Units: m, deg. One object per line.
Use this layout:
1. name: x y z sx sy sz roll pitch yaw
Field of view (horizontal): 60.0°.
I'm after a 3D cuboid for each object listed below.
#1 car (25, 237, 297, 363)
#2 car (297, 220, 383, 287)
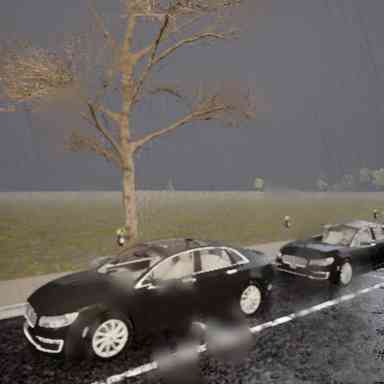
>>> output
1. car: -0.449 1.531 5.769 4.403 1.369 2.008 0 1 -36
2. car: 4.153 1.491 9.053 4.403 1.369 2.008 0 1 -36
